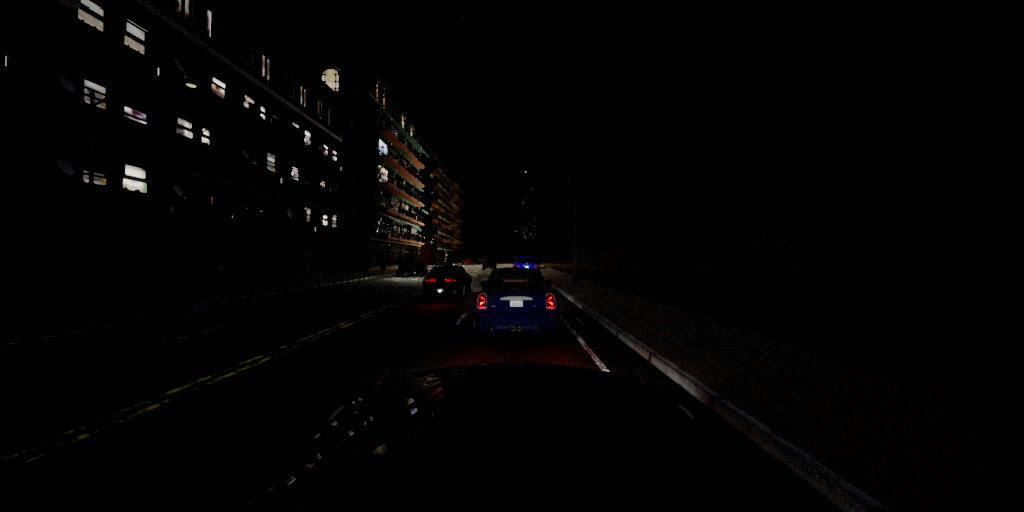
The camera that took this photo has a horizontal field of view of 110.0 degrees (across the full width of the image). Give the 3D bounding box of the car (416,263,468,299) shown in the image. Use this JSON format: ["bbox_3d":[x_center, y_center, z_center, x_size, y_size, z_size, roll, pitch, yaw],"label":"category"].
[{"bbox_3d":[-3.142,1.257,18.080,1.837,1.490,4.892,0,0,0],"label":"car"}]

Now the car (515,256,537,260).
[{"bbox_3d":[1.151,0.980,30.207,2.150,2.045,5.566,0,0,0],"label":"car"}]

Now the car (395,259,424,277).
[{"bbox_3d":[-9.835,1.107,35.260,2.097,1.767,4.553,0,0,0],"label":"car"}]

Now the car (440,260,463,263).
[{"bbox_3d":[-6.582,1.302,35.926,2.033,1.411,5.357,0,0,0],"label":"car"}]

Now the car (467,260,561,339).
[{"bbox_3d":[0.104,1.104,10.253,2.097,1.767,4.553,0,0,0],"label":"car"}]
